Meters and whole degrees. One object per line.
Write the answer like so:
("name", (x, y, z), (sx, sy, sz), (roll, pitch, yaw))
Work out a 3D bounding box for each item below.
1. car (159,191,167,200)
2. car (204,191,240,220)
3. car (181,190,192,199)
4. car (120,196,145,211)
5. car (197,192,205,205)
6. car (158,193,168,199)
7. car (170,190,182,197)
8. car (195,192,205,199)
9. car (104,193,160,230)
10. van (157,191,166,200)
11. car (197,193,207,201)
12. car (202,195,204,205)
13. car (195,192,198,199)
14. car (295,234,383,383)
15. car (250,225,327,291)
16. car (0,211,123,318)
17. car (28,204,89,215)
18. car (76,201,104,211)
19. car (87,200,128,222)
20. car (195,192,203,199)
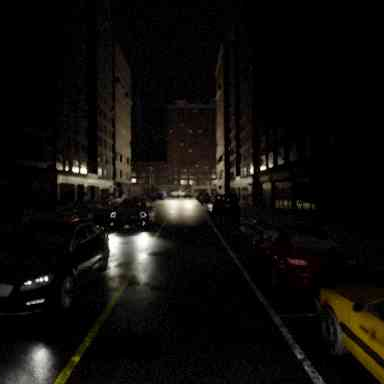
("car", (-6.740, 1.004, 68.574), (1.947, 1.339, 4.313), (0, 0, -1))
("car", (2.365, 1.044, 24.827), (2.192, 1.841, 5.009), (0, 1, -1))
("car", (-1.022, 0.803, 78.649), (1.837, 1.490, 4.892), (0, 0, -1))
("car", (-6.305, 1.226, 35.685), (1.887, 1.381, 4.507), (0, 1, -1))
("car", (2.071, 1.063, 46.925), (1.752, 1.417, 4.829), (0, 0, -1))
("car", (-6.884, 0.914, 79.538), (1.887, 1.381, 4.507), (0, 0, -1))
("car", (-3.903, 0.346, 94.125), (2.150, 2.045, 5.566), (0, 1, -37))
("car", (1.713, 0.792, 74.165), (1.967, 1.590, 4.097), (0, 0, -1))
("car", (-3.327, 1.168, 19.310), (2.097, 1.767, 4.553), (0, 1, 1))
("van", (-6.811, 0.745, 74.054), (1.690, 1.788, 3.998), (0, 0, -1))
("car", (1.854, 0.946, 63.372), (1.752, 1.417, 4.829), (0, 0, -1))
("car", (2.291, 1.230, 30.311), (2.008, 1.369, 4.403), (0, 1, -1))
("car", (2.001, 1.048, 52.238), (2.008, 1.369, 4.403), (0, 0, -1))
("car", (2.650, 1.474, 3.072), (1.752, 1.417, 4.829), (0, 1, -1))
("car", (2.580, 1.474, 8.384), (1.802, 1.307, 4.206), (0, 1, -1))
("car", (-3.187, 1.427, 7.552), (2.128, 1.511, 4.902), (0, 1, -1))
("car", (-6.016, 1.432, 13.760), (1.887, 1.381, 4.507), (0, 1, -1))
("car", (-6.088, 1.274, 19.241), (1.967, 1.590, 4.097), (0, 1, -1))
("car", (-6.161, 1.332, 24.723), (2.008, 1.369, 4.403), (0, 1, -1))
("car", (1.641, 0.757, 79.648), (1.967, 1.590, 4.097), (0, 0, -1))
